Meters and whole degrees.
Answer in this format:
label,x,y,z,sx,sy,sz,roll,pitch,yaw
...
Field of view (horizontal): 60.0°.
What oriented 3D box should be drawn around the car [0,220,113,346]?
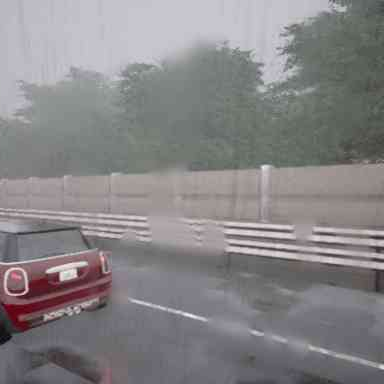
label,x,y,z,sx,sy,sz,roll,pitch,yaw
car,-3.680,1.328,6.498,4.553,1.767,2.097,0,0,36
